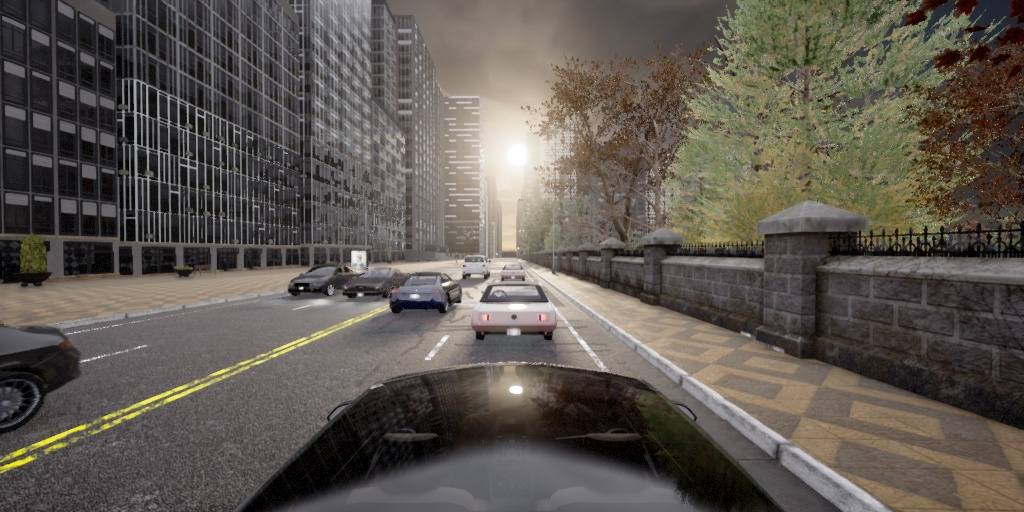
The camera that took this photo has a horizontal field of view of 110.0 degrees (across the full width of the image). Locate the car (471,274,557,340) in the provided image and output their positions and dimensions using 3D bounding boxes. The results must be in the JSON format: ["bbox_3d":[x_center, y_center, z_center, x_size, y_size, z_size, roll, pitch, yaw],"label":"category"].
[{"bbox_3d":[0.061,1.348,9.921,1.895,1.301,4.718,0,0,0],"label":"car"}]

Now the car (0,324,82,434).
[{"bbox_3d":[-6.569,1.275,2.754,1.812,1.442,4.674,0,0,0],"label":"car"}]

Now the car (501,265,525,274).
[{"bbox_3d":[0.089,1.347,29.295,1.895,1.301,4.718,0,0,0],"label":"car"}]

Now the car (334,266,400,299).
[{"bbox_3d":[-6.598,1.292,18.248,2.033,1.411,5.357,0,0,0],"label":"car"}]

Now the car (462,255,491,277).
[{"bbox_3d":[-3.147,0.968,32.203,2.150,2.045,5.566,0,0,0],"label":"car"}]

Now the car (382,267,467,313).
[{"bbox_3d":[-3.164,1.310,13.918,1.994,1.385,4.181,0,0,2],"label":"car"}]

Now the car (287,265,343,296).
[{"bbox_3d":[-9.849,1.250,19.151,1.837,1.490,4.892,0,0,0],"label":"car"}]
